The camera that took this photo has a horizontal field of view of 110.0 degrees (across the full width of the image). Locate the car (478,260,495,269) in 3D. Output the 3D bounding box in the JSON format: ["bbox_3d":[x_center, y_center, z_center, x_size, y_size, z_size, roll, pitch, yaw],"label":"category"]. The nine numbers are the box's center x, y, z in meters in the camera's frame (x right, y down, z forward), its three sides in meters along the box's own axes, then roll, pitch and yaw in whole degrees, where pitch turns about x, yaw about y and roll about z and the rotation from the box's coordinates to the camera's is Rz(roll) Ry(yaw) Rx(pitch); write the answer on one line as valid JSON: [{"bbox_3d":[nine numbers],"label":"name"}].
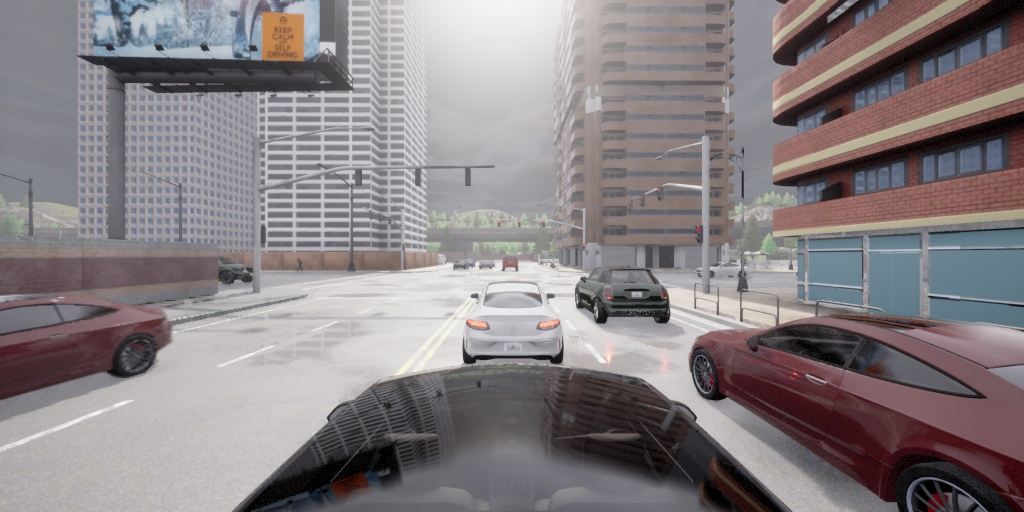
[{"bbox_3d":[-4.012,1.276,55.012,1.812,1.442,4.674,0,0,-1],"label":"car"}]

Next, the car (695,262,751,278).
[{"bbox_3d":[19.387,1.276,33.064,4.674,1.442,1.812,0,0,0],"label":"car"}]

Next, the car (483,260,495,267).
[{"bbox_3d":[-4.052,1.351,64.993,1.895,1.301,4.718,0,0,0],"label":"car"}]

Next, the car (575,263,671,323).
[{"bbox_3d":[3.499,1.102,12.201,2.097,1.767,4.553,0,0,0],"label":"car"}]

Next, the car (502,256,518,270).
[{"bbox_3d":[-0.278,0.971,51.607,2.150,2.045,5.566,0,0,-1],"label":"car"}]

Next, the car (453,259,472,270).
[{"bbox_3d":[-7.498,1.228,52.970,1.882,1.535,5.008,0,0,0],"label":"car"}]

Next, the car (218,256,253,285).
[{"bbox_3d":[-21.472,0.972,25.775,5.566,2.045,2.150,0,0,0],"label":"car"}]

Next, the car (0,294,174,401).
[{"bbox_3d":[-7.098,1.276,4.651,1.812,1.442,4.674,0,0,0],"label":"car"}]

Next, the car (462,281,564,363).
[{"bbox_3d":[0.017,1.276,7.986,1.812,1.442,4.674,0,0,0],"label":"car"}]

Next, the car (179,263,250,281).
[{"bbox_3d":[-24.180,1.314,29.271,4.181,1.385,1.994,0,0,0],"label":"car"}]

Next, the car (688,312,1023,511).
[{"bbox_3d":[3.580,1.276,3.482,1.812,1.442,4.674,0,0,0],"label":"car"}]

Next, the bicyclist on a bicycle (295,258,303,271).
[{"bbox_3d":[-25.974,1.051,43.748,0.582,1.620,1.656,0,0,0],"label":"bicyclist on a bicycle"}]

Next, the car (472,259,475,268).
[{"bbox_3d":[-7.549,1.228,62.991,1.882,1.535,5.008,0,0,0],"label":"car"}]
